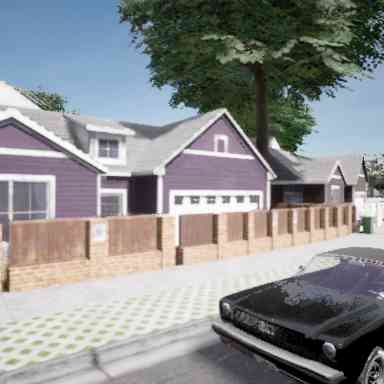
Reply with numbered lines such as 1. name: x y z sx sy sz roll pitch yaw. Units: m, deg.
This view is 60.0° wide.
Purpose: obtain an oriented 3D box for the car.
1. car: 2.581 1.616 5.084 4.718 1.301 1.895 0 0 -37
